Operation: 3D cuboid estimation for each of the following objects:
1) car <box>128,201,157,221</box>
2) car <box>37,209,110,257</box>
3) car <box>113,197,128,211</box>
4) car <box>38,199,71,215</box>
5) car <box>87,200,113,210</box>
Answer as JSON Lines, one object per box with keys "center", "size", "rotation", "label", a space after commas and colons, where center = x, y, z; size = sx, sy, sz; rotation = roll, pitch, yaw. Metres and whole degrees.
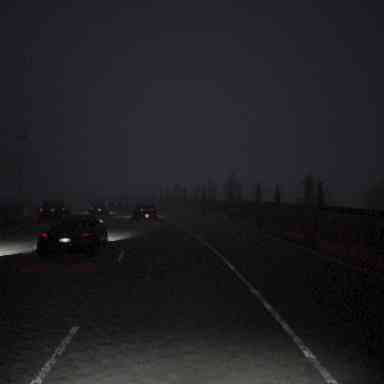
{"center": [-4.101, 1.569, 28.059], "size": [1.837, 1.490, 4.892], "rotation": [0, 0, -15], "label": "car"}
{"center": [-4.558, 1.595, 13.177], "size": [1.994, 1.385, 4.181], "rotation": [0, 0, -8], "label": "car"}
{"center": [-9.288, 1.453, 42.444], "size": [2.097, 1.767, 4.553], "rotation": [0, 0, -25], "label": "car"}
{"center": [-11.115, 1.418, 27.136], "size": [2.097, 1.767, 4.553], "rotation": [0, 0, -16], "label": "car"}
{"center": [-9.403, 1.641, 33.269], "size": [1.994, 1.385, 4.181], "rotation": [0, 0, -19], "label": "car"}
